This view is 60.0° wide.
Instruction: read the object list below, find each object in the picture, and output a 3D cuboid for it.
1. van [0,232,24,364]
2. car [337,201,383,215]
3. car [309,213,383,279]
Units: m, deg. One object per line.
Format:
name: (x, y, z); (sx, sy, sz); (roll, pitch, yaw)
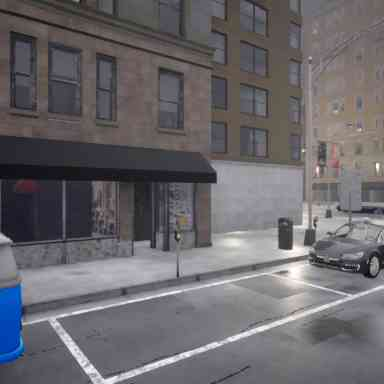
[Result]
van: (-3.906, 1.341, 3.401); (3.998, 1.788, 1.690); (0, 0, -36)
car: (16.230, 1.528, 31.086); (1.895, 1.301, 4.718); (0, 0, -36)
car: (5.304, 1.550, 9.990); (4.403, 1.369, 2.008); (0, 0, -36)
